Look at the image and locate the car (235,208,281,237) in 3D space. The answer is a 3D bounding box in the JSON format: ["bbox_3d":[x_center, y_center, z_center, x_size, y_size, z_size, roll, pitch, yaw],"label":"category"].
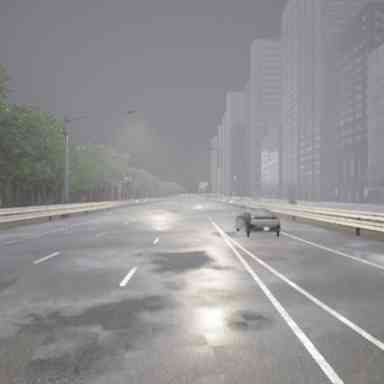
[{"bbox_3d":[3.700,1.688,19.304,2.128,1.511,4.902,0,-1,-2],"label":"car"}]
